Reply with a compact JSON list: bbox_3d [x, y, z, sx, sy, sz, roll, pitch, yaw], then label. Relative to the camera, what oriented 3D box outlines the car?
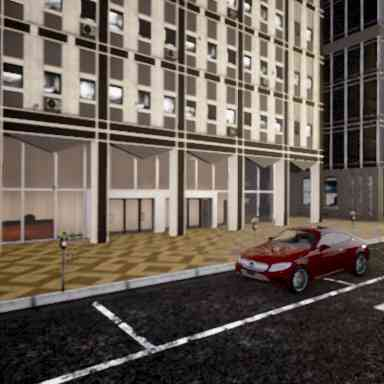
[{"bbox_3d":[3.036,1.567,8.722,4.206,1.307,1.802,0,1,-36],"label":"car"}]
